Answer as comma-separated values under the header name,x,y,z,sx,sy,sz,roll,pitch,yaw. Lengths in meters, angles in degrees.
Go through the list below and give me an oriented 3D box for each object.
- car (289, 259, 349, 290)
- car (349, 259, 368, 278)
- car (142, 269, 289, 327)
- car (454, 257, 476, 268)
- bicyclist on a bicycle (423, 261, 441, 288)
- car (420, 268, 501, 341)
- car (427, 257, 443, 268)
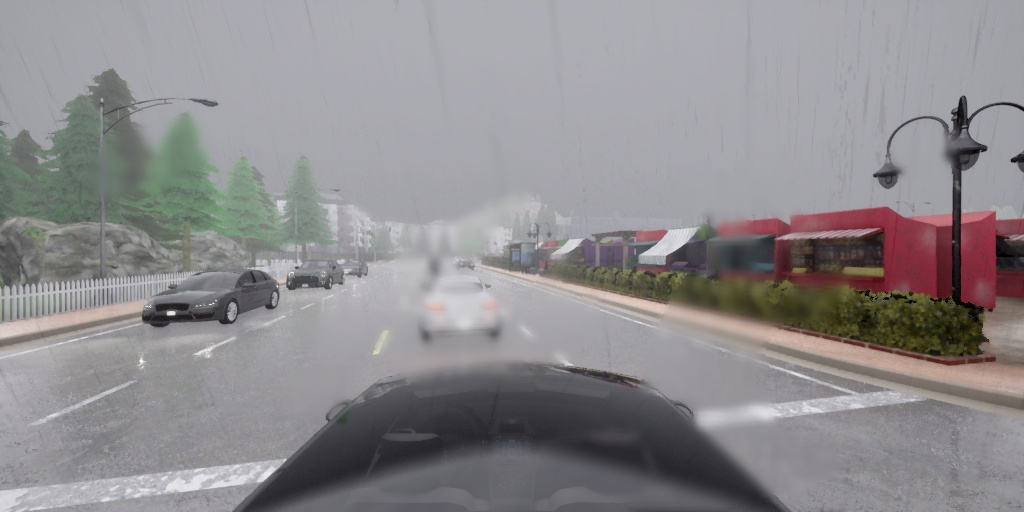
name,x,y,z,sx,sy,sz,roll,pitch,yaw
car,-11.392,0.965,21.061,2.097,1.767,4.553,0,0,-13
car,-13.591,1.033,30.683,2.128,1.511,4.902,0,0,-13
car,-9.188,1.190,11.461,1.837,1.490,4.892,0,0,-13
car,-5.625,1.046,43.736,1.895,1.301,4.718,0,0,-13
bicyclist on a bicycle,-4.310,1.078,19.597,0.582,1.620,1.656,0,1,25
car,-1.476,1.225,9.748,1.812,1.442,4.674,0,0,-12
car,-10.858,0.897,50.796,1.837,1.490,4.892,0,0,-13
